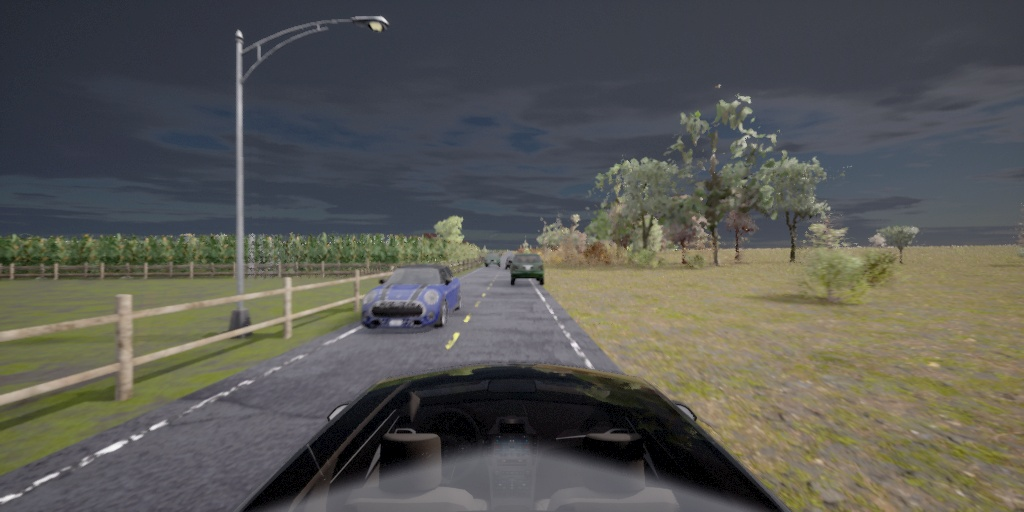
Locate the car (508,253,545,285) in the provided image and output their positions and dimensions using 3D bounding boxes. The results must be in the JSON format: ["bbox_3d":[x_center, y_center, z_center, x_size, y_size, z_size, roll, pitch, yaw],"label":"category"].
[{"bbox_3d":[0.972,0.823,24.383,2.150,2.045,5.566,0,0,0],"label":"car"}]

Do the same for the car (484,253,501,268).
[{"bbox_3d":[-2.785,0.596,52.679,2.150,2.045,5.566,0,1,1],"label":"car"}]

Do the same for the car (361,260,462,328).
[{"bbox_3d":[-2.841,1.042,11.051,2.097,1.767,4.553,0,0,0],"label":"car"}]

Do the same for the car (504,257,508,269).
[{"bbox_3d":[0.069,0.929,47.661,1.837,1.490,4.892,0,1,1],"label":"car"}]
